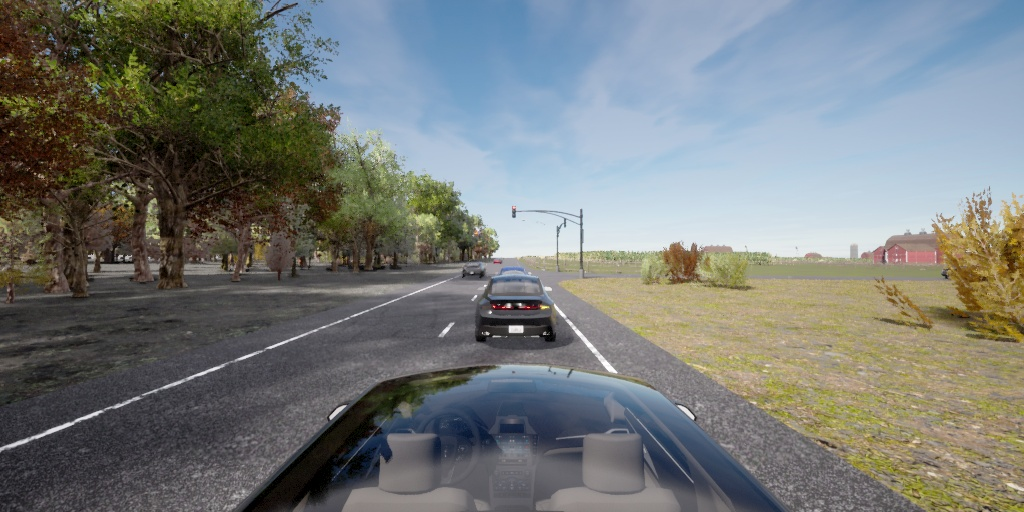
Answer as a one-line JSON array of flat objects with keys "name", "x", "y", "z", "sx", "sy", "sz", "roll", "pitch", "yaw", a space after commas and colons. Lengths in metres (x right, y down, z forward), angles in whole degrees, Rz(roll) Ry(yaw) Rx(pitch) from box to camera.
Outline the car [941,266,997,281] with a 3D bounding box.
[{"name": "car", "x": 48.419, "y": 1.768, "z": 37.793, "sx": 4.902, "sy": 1.511, "sz": 2.128, "roll": 1, "pitch": -1, "yaw": 0}]

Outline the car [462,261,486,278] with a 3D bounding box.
[{"name": "car", "x": -3.485, "y": 1.249, "z": 33.433, "sx": 2.128, "sy": 1.511, "sz": 4.902, "roll": 0, "pitch": 0, "yaw": 0}]

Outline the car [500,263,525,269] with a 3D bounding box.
[{"name": "car", "x": 0.069, "y": 1.280, "z": 19.022, "sx": 1.812, "sy": 1.442, "sz": 4.674, "roll": 0, "pitch": 0, "yaw": 0}]

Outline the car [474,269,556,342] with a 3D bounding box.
[{"name": "car", "x": 0.078, "y": 1.257, "z": 9.773, "sx": 1.837, "sy": 1.490, "sz": 4.892, "roll": 0, "pitch": 0, "yaw": 0}]
